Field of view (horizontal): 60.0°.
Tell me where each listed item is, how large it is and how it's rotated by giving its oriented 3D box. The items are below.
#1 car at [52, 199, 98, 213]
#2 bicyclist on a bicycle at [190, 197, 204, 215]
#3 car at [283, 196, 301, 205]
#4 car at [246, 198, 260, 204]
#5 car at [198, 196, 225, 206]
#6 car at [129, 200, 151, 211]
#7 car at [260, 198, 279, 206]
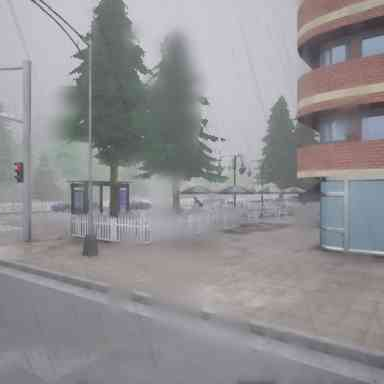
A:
[{"bbox_3d":[-12.541,1.422,35.770,1.882,1.535,5.008,0,0,36],"label":"car"},{"bbox_3d":[0.404,1.245,27.328,1.656,1.620,0.582,0,0,36],"label":"bicyclist on a bicycle"},{"bbox_3d":[15.499,1.297,47.877,4.553,1.767,2.097,0,0,-25],"label":"car"},{"bbox_3d":[11.087,1.546,53.845,4.718,1.301,1.895,0,0,-26],"label":"car"},{"bbox_3d":[2.925,1.422,52.867,5.008,1.535,1.882,0,0,-35],"label":"car"},{"bbox_3d":[-6.889,1.545,37.574,1.895,1.301,4.718,0,0,37],"label":"car"},{"bbox_3d":[13.332,1.545,50.766,4.718,1.301,1.895,0,0,-26],"label":"car"}]
